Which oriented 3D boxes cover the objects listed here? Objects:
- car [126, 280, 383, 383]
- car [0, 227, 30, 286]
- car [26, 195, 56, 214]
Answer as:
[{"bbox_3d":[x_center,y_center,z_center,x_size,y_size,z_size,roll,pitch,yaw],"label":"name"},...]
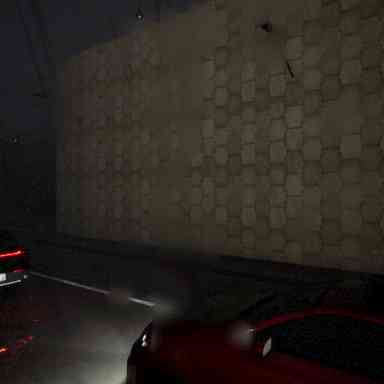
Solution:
[{"bbox_3d":[1.365,1.564,3.018,4.181,1.385,1.994,0,0,36],"label":"car"},{"bbox_3d":[-5.882,1.505,8.193,4.892,1.490,1.837,0,0,36],"label":"car"},{"bbox_3d":[-12.942,1.061,31.062,2.128,1.511,4.902,0,5,35],"label":"car"}]
